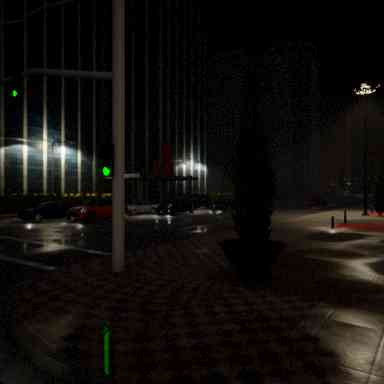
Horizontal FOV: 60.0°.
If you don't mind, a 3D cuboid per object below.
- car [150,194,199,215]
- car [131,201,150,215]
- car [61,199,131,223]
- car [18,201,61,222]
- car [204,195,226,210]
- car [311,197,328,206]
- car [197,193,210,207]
[{"bbox_3d":[-1.711,1.350,34.113,2.097,1.767,4.553,0,0,35],"label":"car"},{"bbox_3d":[-5.573,1.598,34.699,1.895,1.301,4.718,0,0,35],"label":"car"},{"bbox_3d":[-7.400,1.350,25.952,2.097,1.767,4.553,0,0,35],"label":"car"},{"bbox_3d":[-11.235,1.475,26.574,1.882,1.535,5.008,0,0,35],"label":"car"},{"bbox_3d":[4.129,1.489,42.470,2.128,1.511,4.902,0,0,35],"label":"car"},{"bbox_3d":[20.509,1.503,53.416,1.837,1.490,4.892,0,0,35],"label":"car"},{"bbox_3d":[0.560,1.219,43.472,2.150,2.045,5.566,0,0,35],"label":"car"}]
